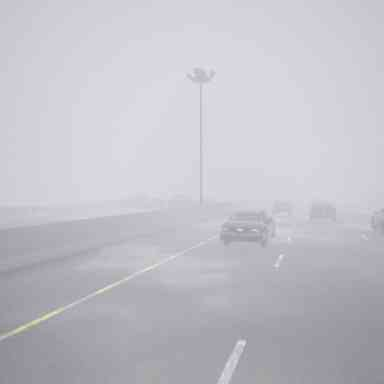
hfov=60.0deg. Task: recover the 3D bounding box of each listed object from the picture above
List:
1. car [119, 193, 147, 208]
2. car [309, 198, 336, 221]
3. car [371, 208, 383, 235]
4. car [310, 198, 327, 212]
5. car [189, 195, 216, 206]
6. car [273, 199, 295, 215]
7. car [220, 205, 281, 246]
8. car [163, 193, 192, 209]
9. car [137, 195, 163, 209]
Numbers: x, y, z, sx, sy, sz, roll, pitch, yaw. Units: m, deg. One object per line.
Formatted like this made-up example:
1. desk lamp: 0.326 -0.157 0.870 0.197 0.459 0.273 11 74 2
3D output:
1. car: -8.213 1.204 47.716 2.150 2.045 5.566 0 0 20
2. car: 10.576 1.471 27.028 1.882 1.535 5.008 0 0 20
3. car: 11.147 1.522 18.209 1.812 1.442 4.674 0 0 20
4. car: 15.358 1.494 40.434 1.837 1.490 4.892 0 0 20
5. car: 1.770 1.532 44.443 2.033 1.411 5.357 0 0 20
6. car: 9.341 1.480 33.982 2.128 1.511 4.902 0 0 20
7. car: 2.734 1.542 15.463 2.033 1.411 5.357 0 0 20
8. car: -1.454 1.206 45.815 2.150 2.045 5.566 0 0 20
9. car: -5.211 1.489 45.741 1.837 1.490 4.892 0 -1 20
